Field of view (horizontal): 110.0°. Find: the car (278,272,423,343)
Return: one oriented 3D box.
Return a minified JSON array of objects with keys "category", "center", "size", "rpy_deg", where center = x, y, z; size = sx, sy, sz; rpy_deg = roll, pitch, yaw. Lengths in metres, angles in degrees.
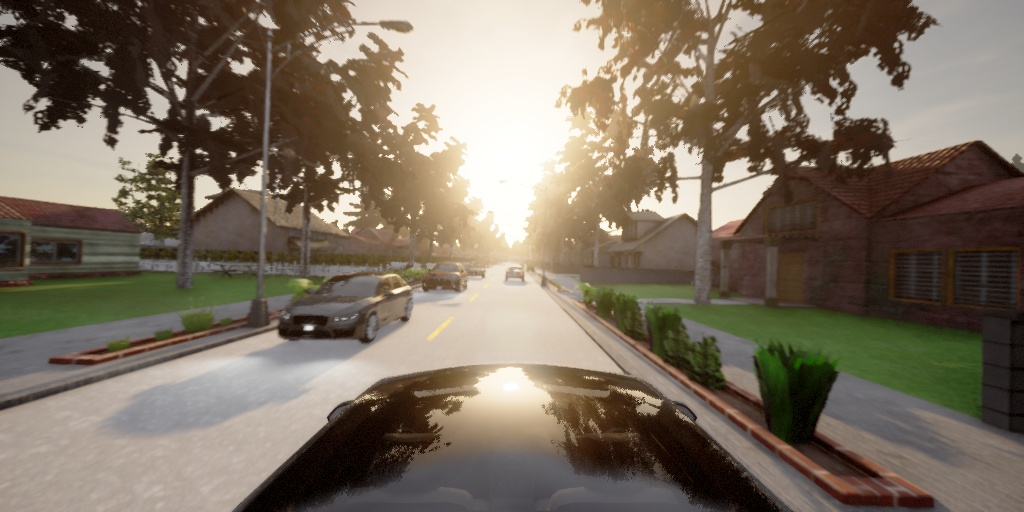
[{"category":"car","center":[-4.016,1.202,9.559],"size":[1.837,1.490,4.892],"rpy_deg":[2,-1,0]}]

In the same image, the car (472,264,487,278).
[{"category":"car","center":[-3.751,1.584,37.537],"size":[1.994,1.385,4.181],"rpy_deg":[2,-1,0]}]

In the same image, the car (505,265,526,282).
[{"category":"car","center":[0.286,1.613,33.864],"size":[2.033,1.411,5.357],"rpy_deg":[2,-1,1]}]

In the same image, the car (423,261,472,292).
[{"category":"car","center":[-3.929,1.168,21.762],"size":[2.097,1.767,4.553],"rpy_deg":[2,-1,0]}]
